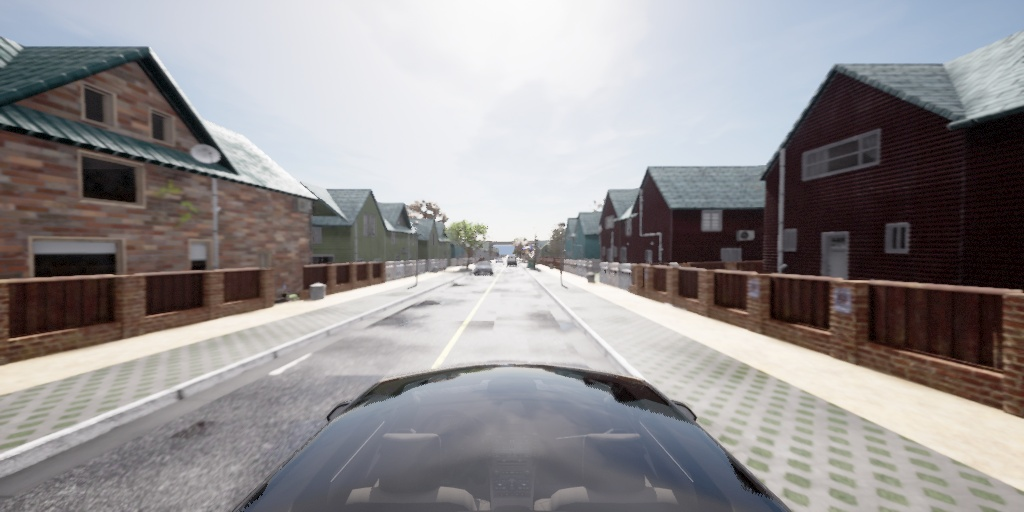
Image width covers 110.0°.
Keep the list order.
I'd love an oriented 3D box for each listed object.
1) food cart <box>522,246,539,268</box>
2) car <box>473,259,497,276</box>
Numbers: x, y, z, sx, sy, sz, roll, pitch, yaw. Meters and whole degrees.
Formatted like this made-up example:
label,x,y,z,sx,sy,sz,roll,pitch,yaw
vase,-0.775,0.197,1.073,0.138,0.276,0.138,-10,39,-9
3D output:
label,x,y,z,sx,sy,sz,roll,pitch,yaw
food cart,3.013,0.200,57.010,2.280,3.560,4.660,0,0,0
car,-2.839,1.263,37.026,1.812,1.442,4.674,0,0,0
